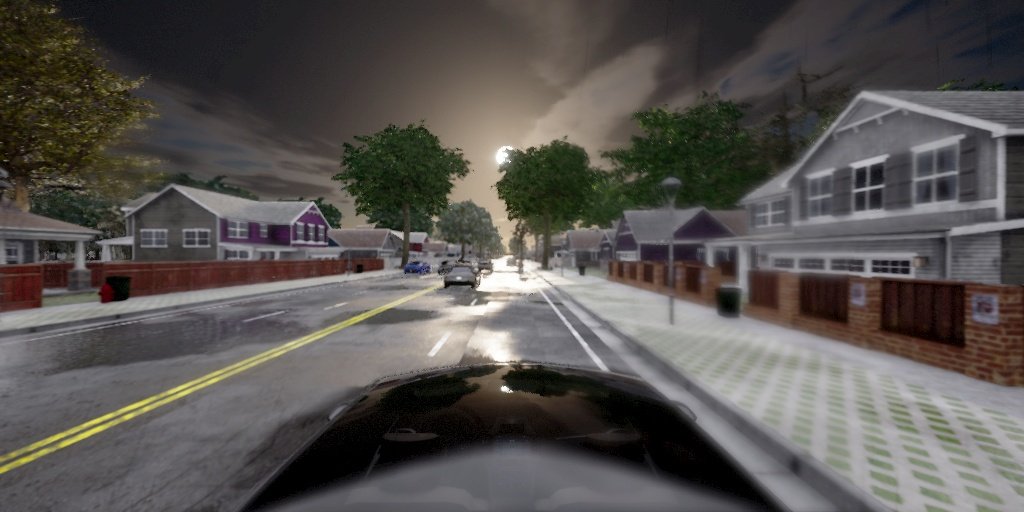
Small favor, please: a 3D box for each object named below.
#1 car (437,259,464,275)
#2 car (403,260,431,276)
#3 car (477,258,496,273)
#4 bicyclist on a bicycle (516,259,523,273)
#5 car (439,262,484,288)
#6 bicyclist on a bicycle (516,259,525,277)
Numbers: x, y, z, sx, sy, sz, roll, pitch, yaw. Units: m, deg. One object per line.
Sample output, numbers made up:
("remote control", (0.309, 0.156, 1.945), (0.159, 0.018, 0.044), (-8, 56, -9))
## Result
("car", (-6.590, 1.235, 37.814), (1.837, 1.490, 4.892), (0, 0, 0))
("car", (-9.841, 1.206, 37.503), (1.882, 1.535, 5.008), (0, 0, 0))
("car", (-3.152, 1.231, 43.783), (1.837, 1.490, 4.892), (0, 0, 0))
("bicyclist on a bicycle", (0.888, 1.162, 41.937), (0.866, 1.612, 1.509), (0, 2, 0))
("car", (-3.151, 1.297, 23.293), (1.994, 1.385, 4.181), (0, 0, 0))
("bicyclist on a bicycle", (0.891, 1.183, 32.678), (0.582, 1.620, 1.656), (0, 0, 0))
